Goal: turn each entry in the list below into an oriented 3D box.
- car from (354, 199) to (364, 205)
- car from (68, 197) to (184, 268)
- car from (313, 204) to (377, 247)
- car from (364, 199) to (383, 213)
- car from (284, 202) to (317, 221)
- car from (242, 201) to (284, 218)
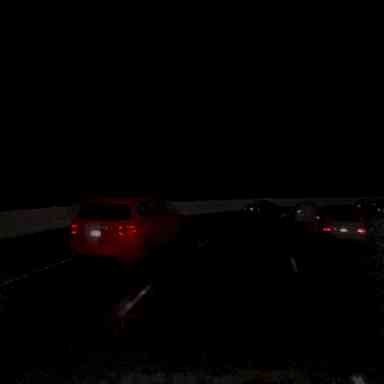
[{"bbox_3d":[19.569,1.474,36.999,4.181,1.385,1.994,0,0,-38],"label":"car"},{"bbox_3d":[-1.890,1.173,11.347,2.150,2.045,5.566,0,0,14],"label":"car"},{"bbox_3d":[6.728,1.507,15.013,2.033,1.411,5.357,0,0,22],"label":"car"},{"bbox_3d":[19.011,1.417,32.213,4.902,1.511,2.128,0,0,-42],"label":"car"},{"bbox_3d":[9.145,1.484,26.371,1.994,1.385,4.181,0,0,34],"label":"car"},{"bbox_3d":[6.322,1.453,29.023,2.033,1.411,5.357,0,0,36],"label":"car"}]
